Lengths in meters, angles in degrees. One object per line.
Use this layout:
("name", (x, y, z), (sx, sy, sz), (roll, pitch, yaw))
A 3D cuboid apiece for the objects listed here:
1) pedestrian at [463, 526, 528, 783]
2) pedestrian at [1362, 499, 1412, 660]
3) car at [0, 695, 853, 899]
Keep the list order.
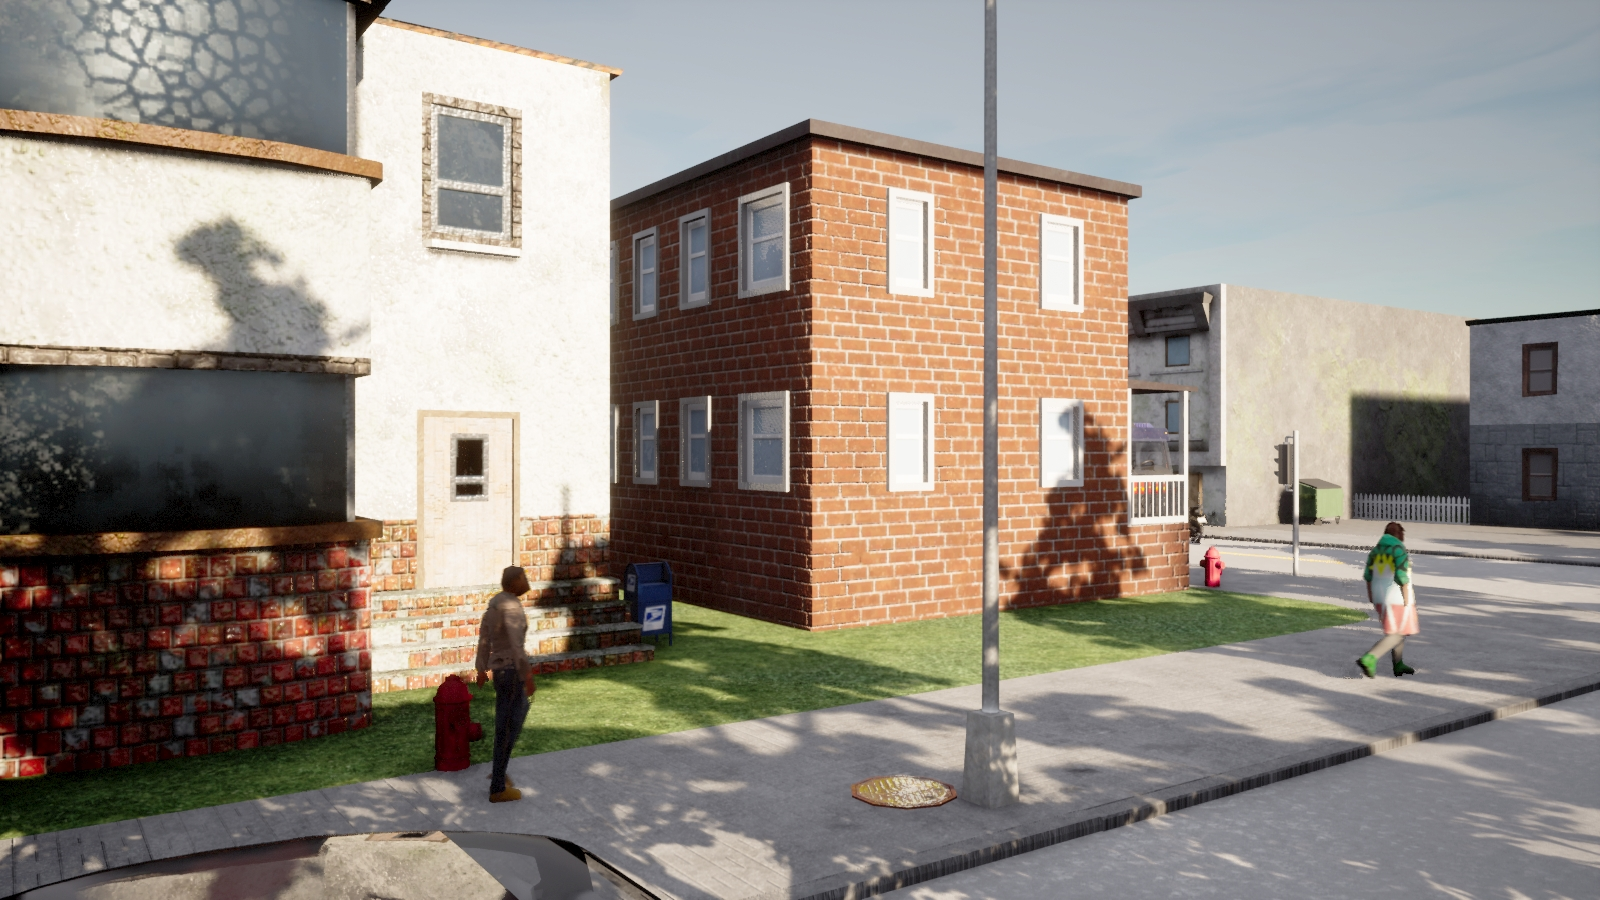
("pedestrian", (-2.315, 1.524, 8.679), (0.375, 1.860, 0.375), (0, 0, -34))
("pedestrian", (6.960, 1.516, 13.551), (0.375, 1.860, 0.375), (0, 0, -12))
("car", (-1.878, 1.806, 3.034), (3.705, 1.549, 1.789), (0, 0, -35))
